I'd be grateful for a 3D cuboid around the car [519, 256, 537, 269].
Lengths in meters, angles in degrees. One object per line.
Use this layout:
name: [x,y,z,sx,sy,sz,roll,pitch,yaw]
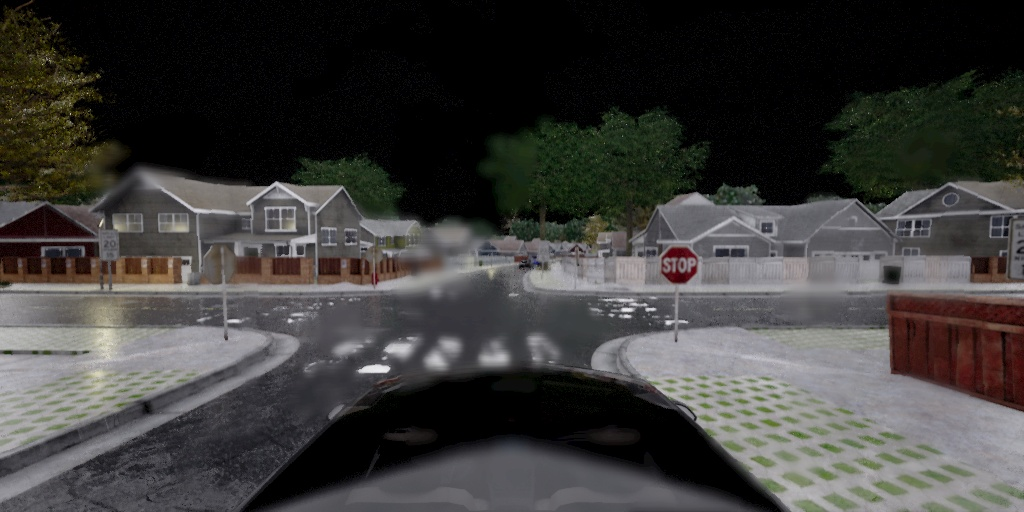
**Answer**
car: [2.318,1.239,56.956,1.837,1.490,4.892,0,0,11]
